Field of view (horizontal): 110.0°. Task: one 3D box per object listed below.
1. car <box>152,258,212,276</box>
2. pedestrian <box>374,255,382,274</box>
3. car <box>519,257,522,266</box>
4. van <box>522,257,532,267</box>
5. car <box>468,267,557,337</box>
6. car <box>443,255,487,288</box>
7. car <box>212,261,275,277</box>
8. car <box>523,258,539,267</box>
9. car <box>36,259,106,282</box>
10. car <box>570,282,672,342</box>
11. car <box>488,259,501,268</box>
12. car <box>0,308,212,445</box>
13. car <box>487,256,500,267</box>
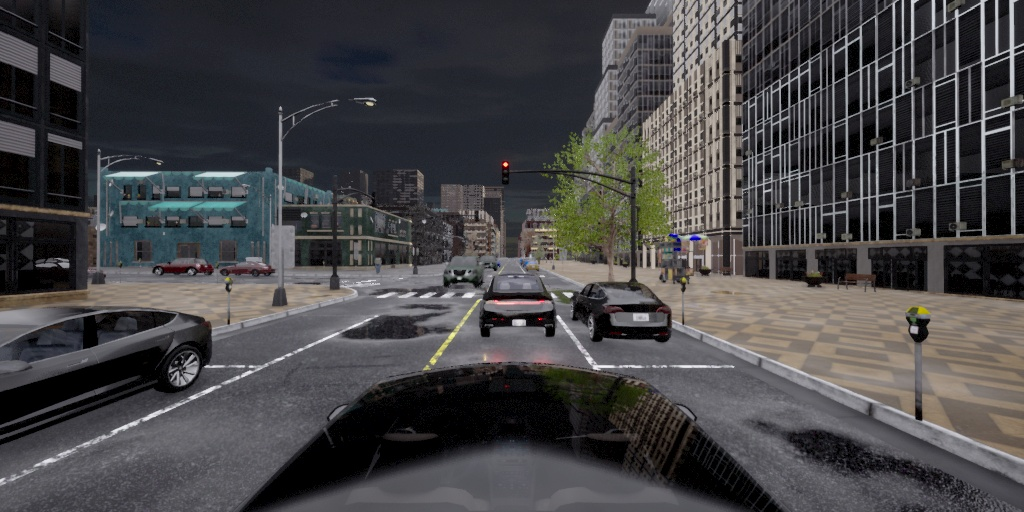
[{"bbox_3d":[-28.355,0.881,30.898,4.097,1.591,1.967,0,0,-1],"label":"car"},{"bbox_3d":[-12.734,0.790,34.060,0.375,1.860,0.375,0,-1,-1],"label":"pedestrian"},{"bbox_3d":[2.720,1.307,64.255,2.007,1.370,4.403,0,0,0],"label":"car"},{"bbox_3d":[2.715,1.096,53.153,1.690,1.789,3.998,0,0,0],"label":"van"},{"bbox_3d":[0.115,1.242,10.243,2.128,1.511,4.902,0,0,-1],"label":"car"},{"bbox_3d":[-3.087,0.973,23.848,2.150,2.045,5.566,0,0,0],"label":"car"},{"bbox_3d":[-22.807,1.091,30.973,4.207,1.307,1.802,0,0,-1],"label":"car"},{"bbox_3d":[2.712,1.280,47.771,1.751,1.417,4.829,0,0,0],"label":"car"},{"bbox_3d":[-28.241,0.981,22.519,4.207,1.307,1.802,0,0,-1],"label":"car"},{"bbox_3d":[2.694,1.316,9.572,1.948,1.339,4.313,0,0,0],"label":"car"},{"bbox_3d":[-3.037,1.235,63.157,1.882,1.535,5.008,0,0,0],"label":"car"},{"bbox_3d":[-5.689,1.316,4.036,1.948,1.339,4.313,0,0,0],"label":"car"},{"bbox_3d":[-3.079,0.980,47.491,2.150,2.045,5.566,0,0,0],"label":"car"}]
